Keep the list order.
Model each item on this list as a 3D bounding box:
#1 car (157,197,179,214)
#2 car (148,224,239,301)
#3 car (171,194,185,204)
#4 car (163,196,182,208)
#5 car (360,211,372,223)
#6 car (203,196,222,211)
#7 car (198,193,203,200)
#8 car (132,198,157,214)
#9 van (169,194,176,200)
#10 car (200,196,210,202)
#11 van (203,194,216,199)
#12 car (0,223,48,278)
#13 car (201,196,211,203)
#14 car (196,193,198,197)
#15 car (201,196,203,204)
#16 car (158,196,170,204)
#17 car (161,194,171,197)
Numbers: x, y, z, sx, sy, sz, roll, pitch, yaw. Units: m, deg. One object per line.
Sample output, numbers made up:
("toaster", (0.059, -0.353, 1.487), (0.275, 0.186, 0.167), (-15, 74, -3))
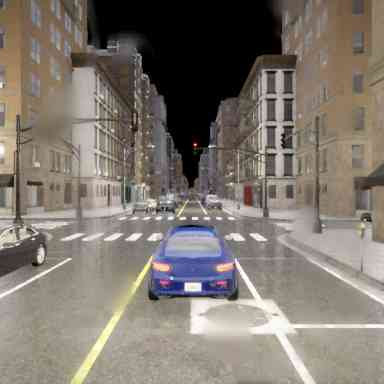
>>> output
("car", (-2.758, 1.560, 35.979), (1.994, 1.385, 4.181), (0, 0, 1))
("car", (0.042, 1.525, 8.212), (1.812, 1.442, 4.674), (0, 0, 1))
("car", (-2.662, 1.556, 58.575), (1.994, 1.385, 4.181), (0, 0, 1))
("car", (-2.719, 1.595, 46.092), (1.895, 1.301, 4.718), (0, 0, 0))
("car", (15.136, 1.636, 23.956), (5.357, 1.411, 2.033), (0, 0, 0))
("car", (2.756, 1.545, 41.035), (2.008, 1.369, 4.403), (0, 0, 0))
("car", (2.823, 1.307, 62.660), (2.192, 1.841, 5.009), (0, 0, 0))
("car", (-5.288, 1.546, 35.651), (2.008, 1.369, 4.403), (0, 0, 0))
("van", (-5.186, 1.330, 89.713), (1.690, 1.788, 3.998), (0, 0, 0))
("car", (2.856, 1.542, 73.473), (2.008, 1.369, 4.403), (0, 0, 0))
("van", (2.773, 1.335, 46.441), (1.690, 1.788, 3.998), (0, 0, 0))
("car", (-5.362, 1.550, 8.775), (2.008, 1.369, 4.403), (0, 0, 0))
("car", (2.839, 1.557, 68.066), (1.947, 1.339, 4.313), (0, 0, 0))
("car", (2.922, 1.533, 95.098), (1.887, 1.381, 4.507), (0, 0, 0))
("car", (2.789, 1.575, 51.848), (1.802, 1.307, 4.206), (0, 0, 0))
("car", (-5.238, 1.517, 62.511), (1.752, 1.417, 4.829), (0, 0, 0))
("car", (-5.248, 1.433, 57.276), (1.967, 1.590, 4.097), (0, 0, 0))
